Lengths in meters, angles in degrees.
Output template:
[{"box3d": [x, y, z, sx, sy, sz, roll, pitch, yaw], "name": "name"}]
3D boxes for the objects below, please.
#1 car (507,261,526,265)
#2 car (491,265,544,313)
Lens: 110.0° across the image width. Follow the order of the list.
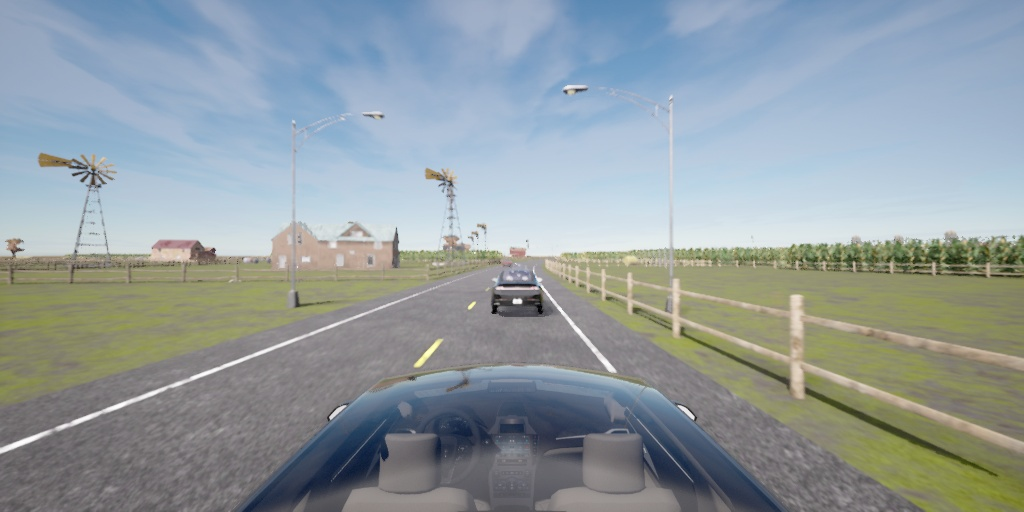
[{"box3d": [0.737, 1.449, 35.333, 1.895, 1.301, 4.718, 0, 0, 2], "name": "car"}, {"box3d": [0.204, 1.283, 14.140, 2.128, 1.511, 4.902, 0, 0, 1], "name": "car"}]
